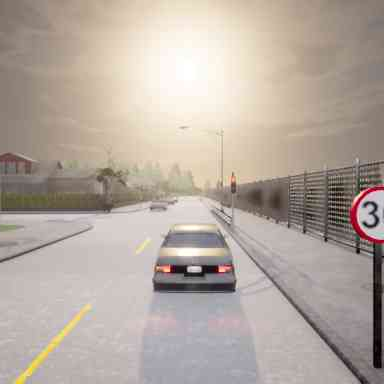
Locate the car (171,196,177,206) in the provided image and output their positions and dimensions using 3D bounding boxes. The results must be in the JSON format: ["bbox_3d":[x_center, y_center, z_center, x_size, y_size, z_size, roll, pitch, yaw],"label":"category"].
[{"bbox_3d":[-3.983,1.563,55.953,1.994,1.385,4.181,0,0,0],"label":"car"}]

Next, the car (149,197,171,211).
[{"bbox_3d":[-4.024,1.601,40.557,1.895,1.301,4.718,0,0,0],"label":"car"}]

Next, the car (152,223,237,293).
[{"bbox_3d":[0.070,1.547,8.967,2.033,1.411,5.357,0,0,1],"label":"car"}]
